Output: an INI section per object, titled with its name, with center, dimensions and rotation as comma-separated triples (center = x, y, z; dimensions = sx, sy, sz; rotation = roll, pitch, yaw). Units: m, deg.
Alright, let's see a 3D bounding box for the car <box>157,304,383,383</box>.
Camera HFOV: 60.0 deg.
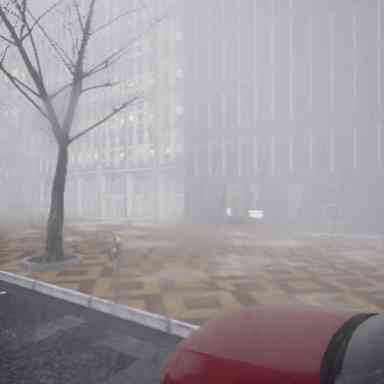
[car]
center = 2.008, 1.315, 1.450
dimensions = 5.009, 1.841, 2.192
rotation = 0, 0, 35
